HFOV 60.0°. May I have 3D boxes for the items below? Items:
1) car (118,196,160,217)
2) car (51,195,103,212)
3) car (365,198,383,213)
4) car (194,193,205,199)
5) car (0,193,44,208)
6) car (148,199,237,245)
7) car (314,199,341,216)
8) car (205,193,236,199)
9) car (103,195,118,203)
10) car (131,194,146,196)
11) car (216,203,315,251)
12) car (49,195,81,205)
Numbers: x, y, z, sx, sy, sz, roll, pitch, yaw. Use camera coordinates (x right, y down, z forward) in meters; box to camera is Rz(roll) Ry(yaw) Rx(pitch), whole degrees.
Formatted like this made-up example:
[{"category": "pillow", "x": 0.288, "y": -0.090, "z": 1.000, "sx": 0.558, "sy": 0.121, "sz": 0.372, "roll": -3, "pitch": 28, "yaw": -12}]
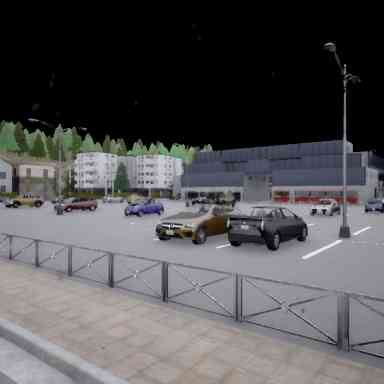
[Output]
[{"category": "car", "x": -4.137, "y": 1.320, "z": 28.626, "sx": 1.845, "sy": 1.501, "sz": 3.633, "roll": 0, "pitch": 0, "yaw": 37}, {"category": "car", "x": -12.057, "y": 1.298, "z": 34.719, "sx": 2.007, "sy": 1.523, "sz": 4.514, "roll": 0, "pitch": 0, "yaw": 37}, {"category": "car", "x": 18.934, "y": 1.374, "z": 34.189, "sx": 1.845, "sy": 1.501, "sz": 3.633, "roll": 0, "pitch": 0, "yaw": 37}, {"category": "car", "x": 1.679, "y": 1.077, "z": 47.000, "sx": 1.905, "sy": 1.878, "sz": 3.866, "roll": 0, "pitch": 0, "yaw": 37}, {"category": "car", "x": -21.531, "y": 1.097, "z": 42.838, "sx": 1.932, "sy": 1.855, "sz": 4.605, "roll": 0, "pitch": 0, "yaw": 37}, {"category": "car", "x": 0.630, "y": 1.330, "z": 15.341, "sx": 2.152, "sy": 1.636, "sz": 5.027, "roll": 0, "pitch": 0, "yaw": 37}, {"category": "car", "x": 12.065, "y": 1.384, "z": 30.095, "sx": 1.970, "sy": 1.475, "sz": 3.806, "roll": 0, "pitch": 0, "yaw": 37}, {"category": "car", "x": 4.240, "y": 1.097, "z": 45.566, "sx": 1.932, "sy": 1.855, "sz": 4.605, "roll": 0, "pitch": 0, "yaw": 37}, {"category": "car", "x": -13.794, "y": 1.232, "z": 58.392, "sx": 1.970, "sy": 1.475, "sz": 3.806, "roll": 0, "pitch": 0, "yaw": 37}, {"category": "car", "x": -8.495, "y": 1.154, "z": 54.758, "sx": 2.152, "sy": 1.636, "sz": 5.027, "roll": 0, "pitch": 0, "yaw": 37}, {"category": "car", "x": 3.156, "y": 1.340, "z": 13.481, "sx": 2.007, "sy": 1.523, "sz": 4.514, "roll": 0, "pitch": 0, "yaw": 37}, {"category": "car", "x": -20.981, "y": 1.298, "z": 55.007, "sx": 2.007, "sy": 1.523, "sz": 4.514, "roll": 0, "pitch": 0, "yaw": 37}]
